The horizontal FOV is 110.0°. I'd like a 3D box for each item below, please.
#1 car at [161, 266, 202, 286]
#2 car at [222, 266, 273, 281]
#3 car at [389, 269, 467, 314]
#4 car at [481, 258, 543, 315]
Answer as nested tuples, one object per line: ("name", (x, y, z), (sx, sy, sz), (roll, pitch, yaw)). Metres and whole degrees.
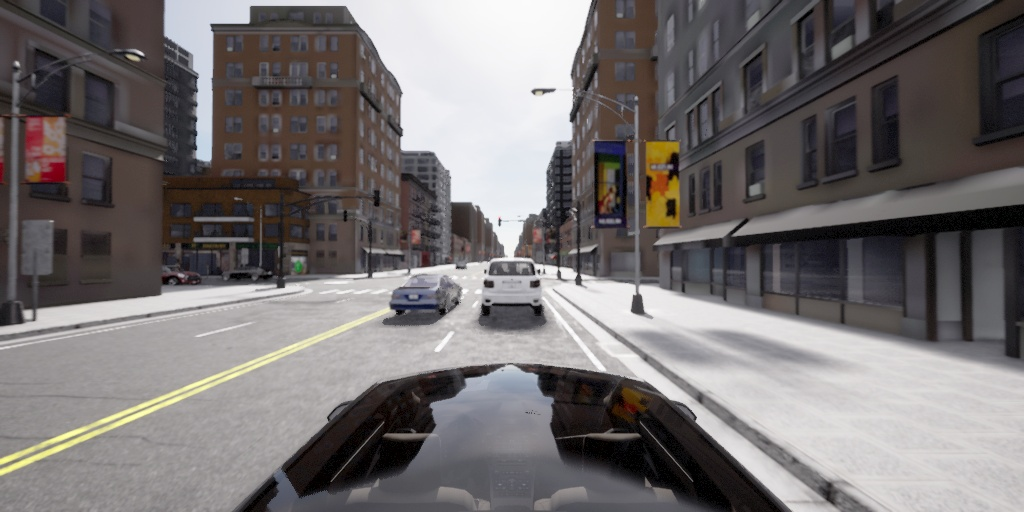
("car", (-25.416, 1.419, 26.474), (4.097, 1.591, 1.967), (0, 0, 0))
("car", (-25.374, 1.656, 34.498), (4.313, 1.339, 1.948), (0, 0, 0))
("car", (-3.242, 1.424, 14.400), (2.033, 1.411, 5.357), (0, -1, 1))
("car", (0.011, 1.102, 14.460), (2.150, 2.045, 5.566), (0, 0, 0))
